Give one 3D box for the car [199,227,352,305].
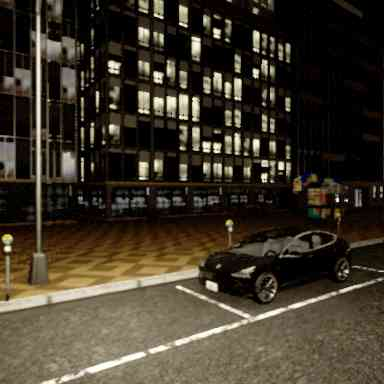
[{"bbox_3d":[2.182,1.564,8.120,4.313,1.339,1.947,0,0,-36],"label":"car"}]
